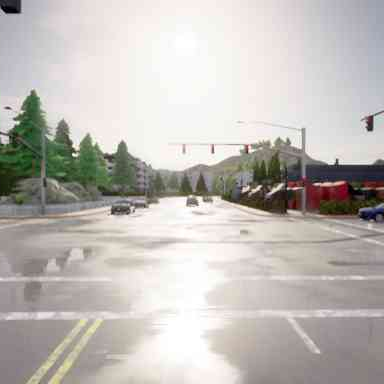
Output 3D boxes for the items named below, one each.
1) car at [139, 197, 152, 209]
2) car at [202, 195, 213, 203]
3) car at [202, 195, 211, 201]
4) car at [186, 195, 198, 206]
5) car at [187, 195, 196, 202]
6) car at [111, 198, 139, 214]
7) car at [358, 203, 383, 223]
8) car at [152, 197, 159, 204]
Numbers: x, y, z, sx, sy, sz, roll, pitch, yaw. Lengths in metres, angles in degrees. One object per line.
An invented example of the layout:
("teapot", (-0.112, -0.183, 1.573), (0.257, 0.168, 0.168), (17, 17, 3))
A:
("car", (-7.152, 1.518, 46.588), (1.812, 1.442, 4.674), (0, 0, 0))
("car", (3.410, 1.590, 69.511), (1.895, 1.301, 4.718), (0, 0, 0))
("car", (3.399, 1.466, 78.419), (1.895, 1.301, 4.718), (0, 0, 0))
("car", (0.028, 1.555, 55.778), (1.994, 1.385, 4.181), (0, 0, 0))
("car", (-0.102, 1.513, 79.064), (2.128, 1.511, 4.902), (0, 0, 0))
("car", (-7.163, 1.499, 34.924), (1.837, 1.490, 4.892), (0, 0, 1))
("car", (14.912, 1.419, 24.533), (5.008, 1.535, 1.882), (0, 0, 0))
("car", (-7.125, 1.592, 60.830), (1.895, 1.301, 4.718), (0, 0, 0))
